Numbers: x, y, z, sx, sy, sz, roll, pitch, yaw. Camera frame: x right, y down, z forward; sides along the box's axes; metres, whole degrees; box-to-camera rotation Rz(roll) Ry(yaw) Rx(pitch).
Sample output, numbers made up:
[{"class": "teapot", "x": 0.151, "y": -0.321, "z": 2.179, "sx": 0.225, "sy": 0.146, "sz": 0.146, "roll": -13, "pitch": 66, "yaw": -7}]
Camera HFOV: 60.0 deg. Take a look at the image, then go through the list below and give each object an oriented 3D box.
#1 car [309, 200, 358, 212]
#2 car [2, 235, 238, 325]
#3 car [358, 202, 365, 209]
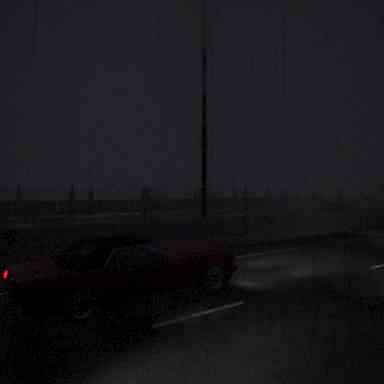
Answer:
[{"class": "car", "x": 12.668, "y": 1.502, "z": 30.213, "sx": 4.892, "sy": 1.490, "sz": 1.837, "roll": 0, "pitch": 0, "yaw": -35}, {"class": "car", "x": -1.274, "y": 1.601, "z": 7.136, "sx": 4.718, "sy": 1.301, "sz": 1.895, "roll": 0, "pitch": 0, "yaw": -36}, {"class": "car", "x": 17.787, "y": 1.598, "z": 38.139, "sx": 4.718, "sy": 1.301, "sz": 1.895, "roll": 0, "pitch": 0, "yaw": -35}]
